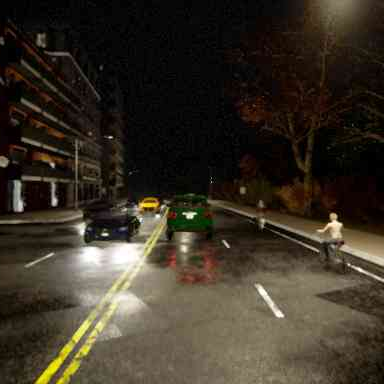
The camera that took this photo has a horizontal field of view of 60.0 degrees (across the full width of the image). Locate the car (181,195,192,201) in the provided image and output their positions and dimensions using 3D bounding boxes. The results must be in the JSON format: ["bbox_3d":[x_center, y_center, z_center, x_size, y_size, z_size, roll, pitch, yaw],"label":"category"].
[{"bbox_3d":[-1.342,1.338,78.676,2.033,1.411,5.357,0,0,-7],"label":"car"}]

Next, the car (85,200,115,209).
[{"bbox_3d":[-7.171,1.425,26.339,1.882,1.535,5.008,0,0,-2],"label":"car"}]

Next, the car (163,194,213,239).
[{"bbox_3d":[-0.162,1.185,17.312,2.150,2.045,5.566,0,0,-1],"label":"car"}]

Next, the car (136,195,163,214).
[{"bbox_3d":[-4.282,1.405,34.350,1.882,1.535,5.008,0,0,-3],"label":"car"}]

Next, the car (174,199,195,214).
[{"bbox_3d":[-0.897,1.468,35.693,2.033,1.411,5.357,0,0,-3],"label":"car"}]

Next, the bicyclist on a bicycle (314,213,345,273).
[{"bbox_3d":[4.073,1.414,9.671,0.866,1.612,1.509,0,0,-1],"label":"bicyclist on a bicycle"}]

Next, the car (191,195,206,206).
[{"bbox_3d":[1.031,1.346,54.541,1.882,1.535,5.008,0,0,-4],"label":"car"}]

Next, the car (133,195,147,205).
[{"bbox_3d":[-9.193,1.355,59.067,2.128,1.511,4.902,0,1,-4],"label":"car"}]

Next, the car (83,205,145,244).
[{"bbox_3d":[-3.572,1.534,15.512,1.994,1.385,4.181,0,0,-1],"label":"car"}]

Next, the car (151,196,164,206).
[{"bbox_3d":[-5.499,1.355,53.448,1.882,1.535,5.008,0,0,-4],"label":"car"}]

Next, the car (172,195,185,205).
[{"bbox_3d":[-2.447,1.353,57.920,2.128,1.511,4.902,0,0,-5],"label":"car"}]

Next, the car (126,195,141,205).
[{"bbox_3d":[-8.337,1.403,47.988,1.837,1.490,4.892,0,0,-4],"label":"car"}]

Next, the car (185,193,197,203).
[{"bbox_3d":[-0.229,1.185,68.546,2.097,1.767,4.553,0,1,-5],"label":"car"}]

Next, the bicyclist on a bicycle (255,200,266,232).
[{"bbox_3d":[3.840,1.328,18.753,0.659,1.776,1.843,0,0,-2],"label":"bicyclist on a bicycle"}]
